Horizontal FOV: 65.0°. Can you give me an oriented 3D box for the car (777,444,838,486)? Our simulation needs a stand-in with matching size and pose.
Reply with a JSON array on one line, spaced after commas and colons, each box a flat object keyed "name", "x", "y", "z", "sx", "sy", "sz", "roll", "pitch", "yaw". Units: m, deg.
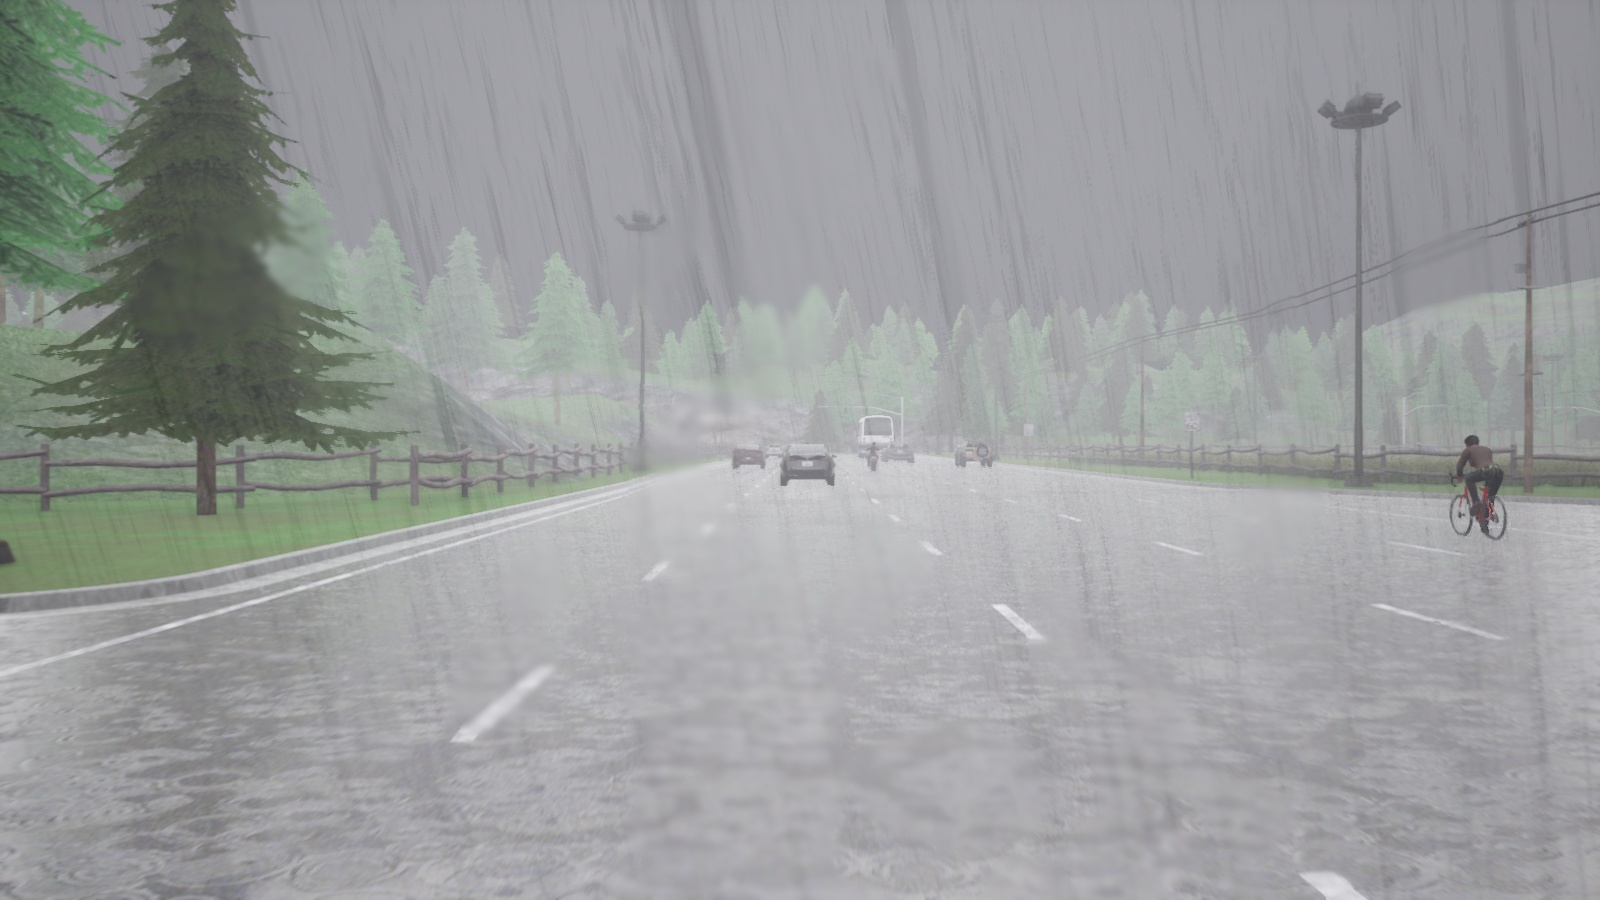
[{"name": "car", "x": 0.277, "y": 0.516, "z": 46.389, "sx": 2.163, "sy": 1.488, "sz": 4.792, "roll": 0, "pitch": 0, "yaw": 0}]

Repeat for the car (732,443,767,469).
[{"name": "car", "x": -3.051, "y": 0.341, "z": 76.758, "sx": 1.882, "sy": 1.535, "sz": 5.008, "roll": 0, "pitch": 0, "yaw": 0}]

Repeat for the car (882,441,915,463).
[{"name": "car", "x": 7.561, "y": 0.117, "z": 96.677, "sx": 2.242, "sy": 1.667, "sz": 4.611, "roll": 0, "pitch": 0, "yaw": 0}]

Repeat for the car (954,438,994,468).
[{"name": "car", "x": 10.964, "y": 0.179, "z": 79.501, "sx": 1.932, "sy": 1.855, "sz": 4.605, "roll": 0, "pitch": 0, "yaw": 0}]

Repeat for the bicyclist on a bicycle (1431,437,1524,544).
[{"name": "bicyclist on a bicycle", "x": 10.627, "y": 0.610, "z": 19.749, "sx": 0.582, "sy": 1.620, "sz": 1.656, "roll": 0, "pitch": 0, "yaw": 0}]
